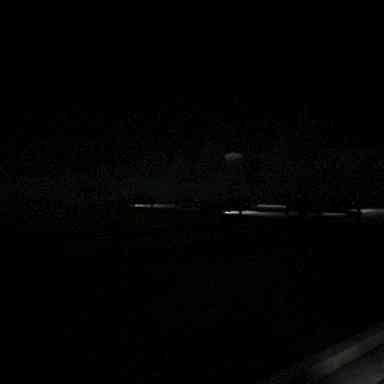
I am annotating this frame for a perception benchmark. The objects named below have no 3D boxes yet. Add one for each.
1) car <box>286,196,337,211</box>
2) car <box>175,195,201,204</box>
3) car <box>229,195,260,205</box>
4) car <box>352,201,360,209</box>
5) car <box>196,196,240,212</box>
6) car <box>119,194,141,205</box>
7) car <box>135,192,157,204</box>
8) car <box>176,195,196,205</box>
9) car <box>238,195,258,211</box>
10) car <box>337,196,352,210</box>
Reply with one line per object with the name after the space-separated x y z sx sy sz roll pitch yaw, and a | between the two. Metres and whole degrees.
12.341 1.317 35.331 1.837 1.490 4.892 0 0 -36 | car
-0.754 1.341 59.312 2.033 1.411 5.357 0 0 -36 | car
8.284 1.261 52.777 2.128 1.511 4.902 0 0 -36 | car
17.615 1.274 39.983 1.837 1.490 4.892 0 0 -36 | car
2.765 1.420 36.575 1.994 1.385 4.181 0 0 -36 | car
-10.683 1.423 55.142 1.994 1.385 4.181 0 0 -36 | car
-8.202 1.049 57.688 2.150 2.045 5.566 0 0 -36 | car
-0.041 1.292 52.326 1.882 1.535 5.008 0 0 -36 | car
5.350 1.339 38.970 1.837 1.490 4.892 0 0 -36 | car
14.817 1.339 37.875 2.033 1.411 5.357 0 0 -36 | car
